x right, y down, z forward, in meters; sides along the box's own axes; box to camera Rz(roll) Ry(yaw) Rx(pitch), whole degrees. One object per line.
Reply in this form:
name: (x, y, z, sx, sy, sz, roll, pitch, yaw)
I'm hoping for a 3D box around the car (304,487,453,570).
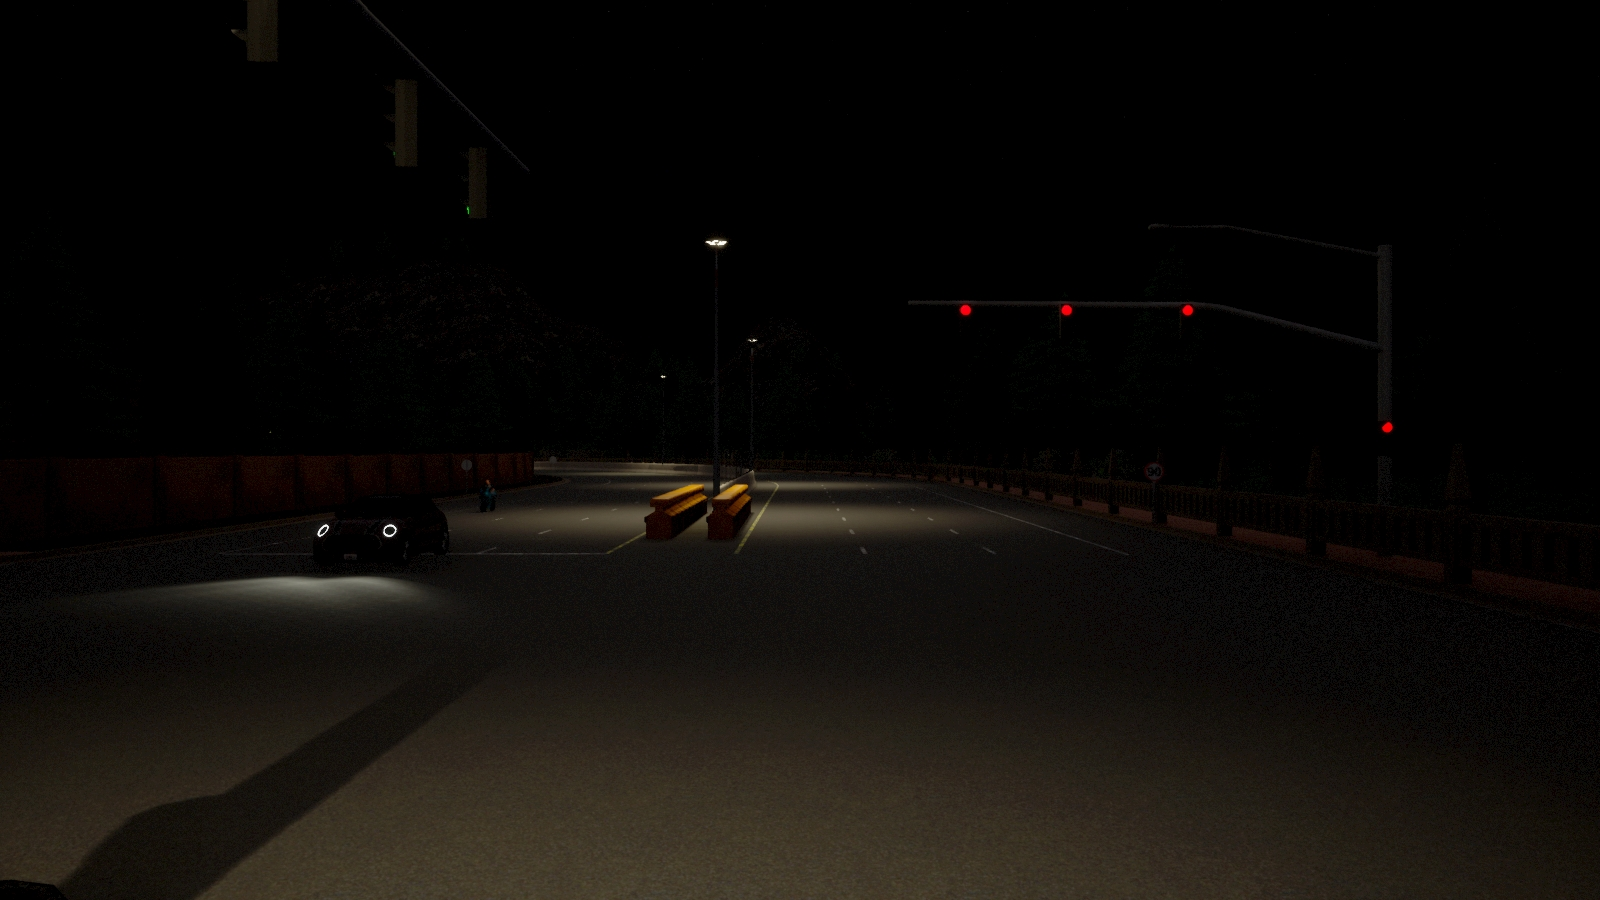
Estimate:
car: (-10.504, 1.906, 28.861, 2.097, 1.767, 4.553, 0, 0, 0)
